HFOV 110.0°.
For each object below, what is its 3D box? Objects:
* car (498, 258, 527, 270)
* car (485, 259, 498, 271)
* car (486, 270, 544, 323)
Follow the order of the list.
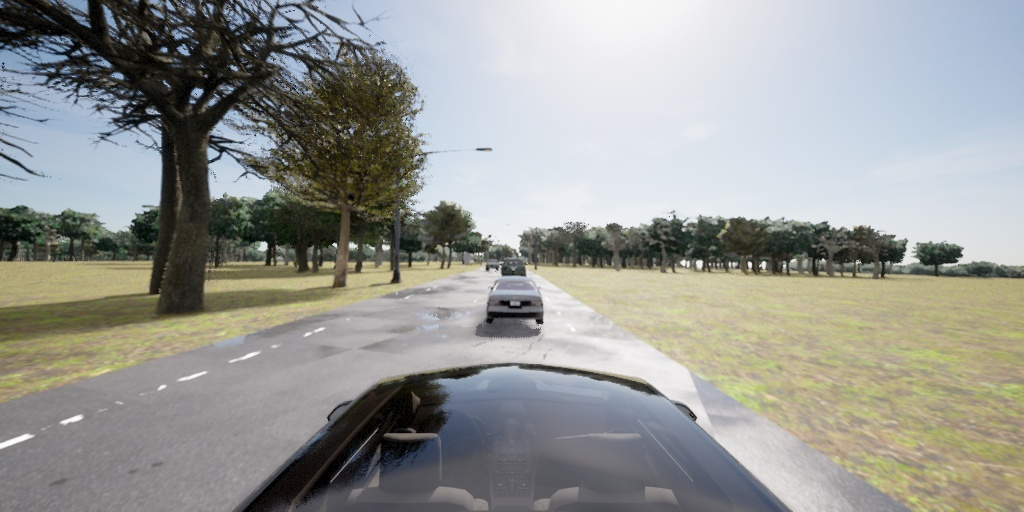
[{"bbox_3d":[0.122,1.226,32.146,2.150,2.045,5.566,0,-1,0],"label":"car"},{"bbox_3d":[-3.464,1.624,63.325,2.150,2.045,5.566,1,-1,1],"label":"car"},{"bbox_3d":[0.101,1.418,12.707,2.033,1.411,5.357,1,0,0],"label":"car"}]
